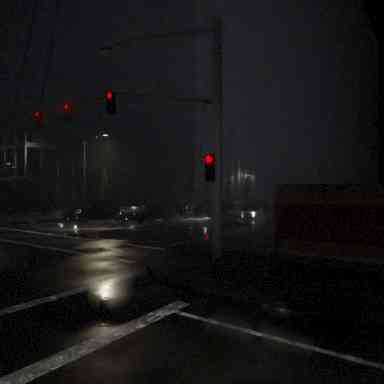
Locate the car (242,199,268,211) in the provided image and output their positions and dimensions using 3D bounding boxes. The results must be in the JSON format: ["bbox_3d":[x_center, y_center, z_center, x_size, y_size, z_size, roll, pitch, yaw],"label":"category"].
[{"bbox_3d":[8.015,1.581,42.007,1.812,1.442,4.674,0,0,36],"label":"car"}]

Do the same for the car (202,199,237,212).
[{"bbox_3d":[3.537,1.603,41.789,2.033,1.411,5.357,0,0,35],"label":"car"}]

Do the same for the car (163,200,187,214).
[{"bbox_3d":[-2.425,1.560,33.475,1.837,1.490,4.892,0,0,36],"label":"car"}]

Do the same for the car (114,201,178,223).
[{"bbox_3d":[-3.483,1.656,25.994,1.895,1.301,4.718,0,0,36],"label":"car"}]

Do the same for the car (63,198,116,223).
[{"bbox_3d":[-7.748,1.407,26.047,2.097,1.767,4.553,0,0,36],"label":"car"}]

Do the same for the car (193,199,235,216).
[{"bbox_3d":[2.039,1.533,33.693,1.882,1.535,5.008,0,0,35],"label":"car"}]
